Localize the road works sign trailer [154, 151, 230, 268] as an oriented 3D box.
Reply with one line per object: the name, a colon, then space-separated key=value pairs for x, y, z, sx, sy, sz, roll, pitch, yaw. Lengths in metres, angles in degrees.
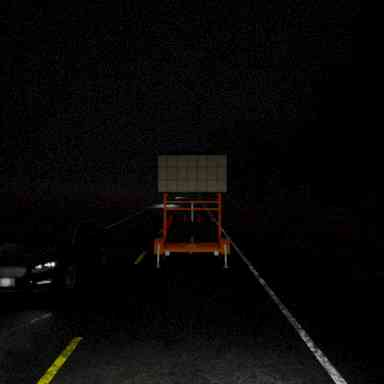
road works sign trailer: x=0.013 y=0.444 z=11.212 sx=2.380 sy=3.560 sz=2.880 roll=0 pitch=0 yaw=1

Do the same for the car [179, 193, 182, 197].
car: x=-3.489 y=0.574 z=81.981 sx=1.994 sy=1.385 sz=4.181 roll=0 pitch=2 yaw=0

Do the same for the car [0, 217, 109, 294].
car: x=-3.598 y=1.479 z=8.883 sx=2.128 sy=1.511 sz=4.902 roll=0 pitch=0 yaw=0

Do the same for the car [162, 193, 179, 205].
car: x=-3.587 y=1.138 z=51.718 sx=2.128 sy=1.511 sz=4.902 roll=0 pitch=1 yaw=0
